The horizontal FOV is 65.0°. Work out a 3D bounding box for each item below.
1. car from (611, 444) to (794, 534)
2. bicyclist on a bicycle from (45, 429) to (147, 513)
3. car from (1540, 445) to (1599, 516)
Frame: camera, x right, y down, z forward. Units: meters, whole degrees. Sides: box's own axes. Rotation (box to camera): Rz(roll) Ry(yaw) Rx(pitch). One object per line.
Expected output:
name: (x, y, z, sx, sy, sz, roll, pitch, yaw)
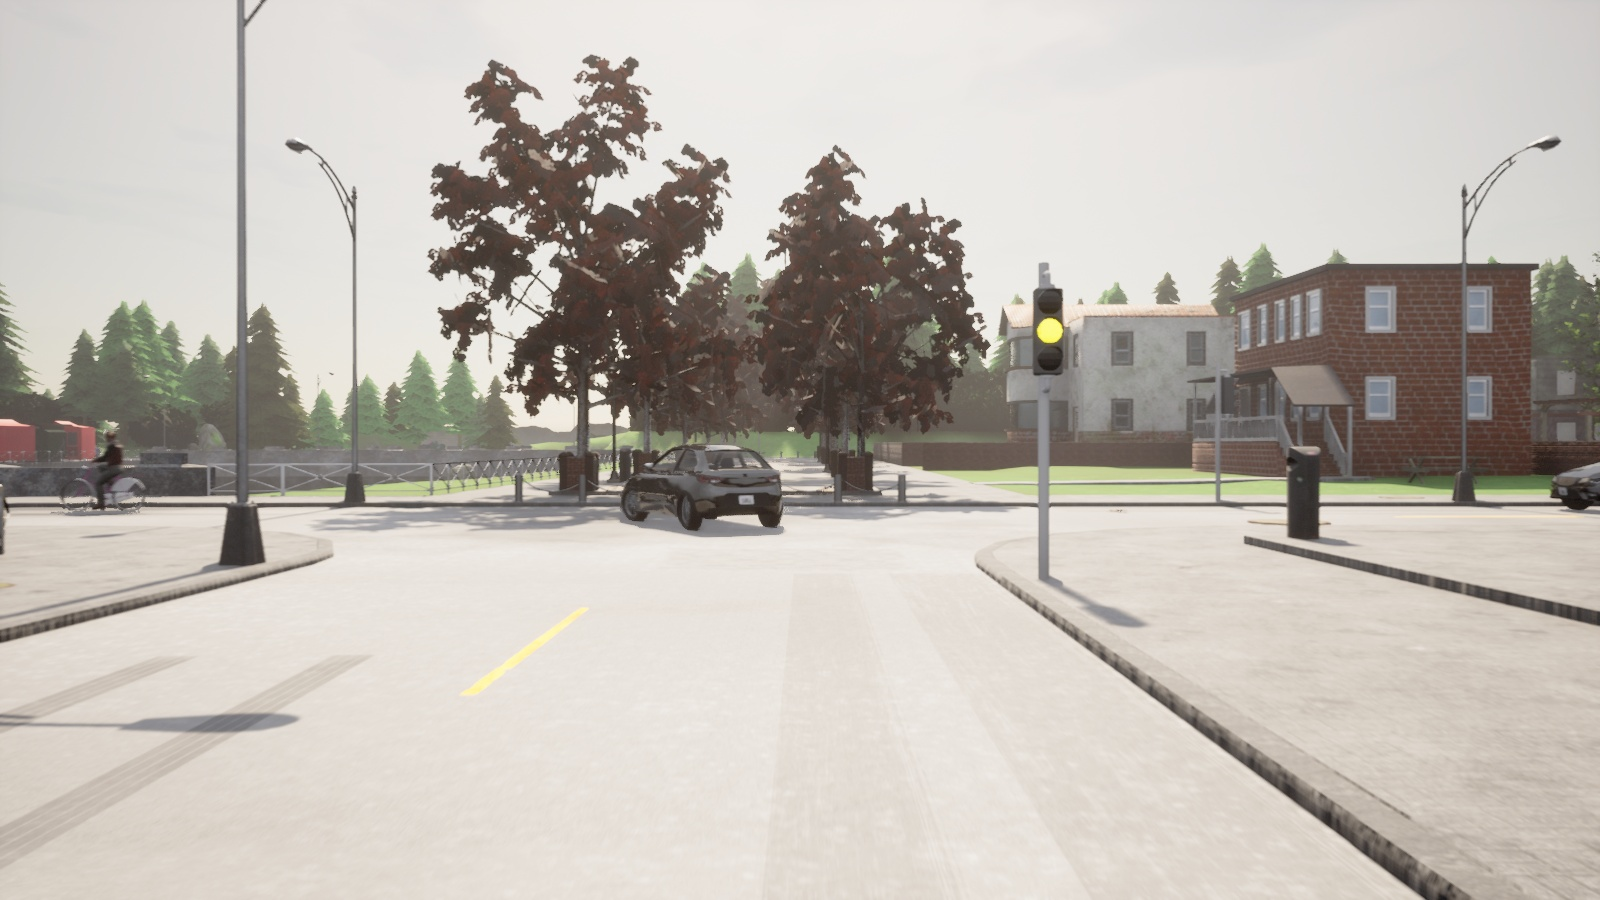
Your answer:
car: (-1.892, 0.629, 22.981, 1.816, 1.474, 4.193, 0, 0, -28)
bicyclist on a bicycle: (-15.196, 0.452, 27.116, 1.843, 1.776, 0.659, 0, 0, 1)
car: (18.389, 0.624, 26.748, 4.193, 1.474, 1.816, 0, 0, 0)
